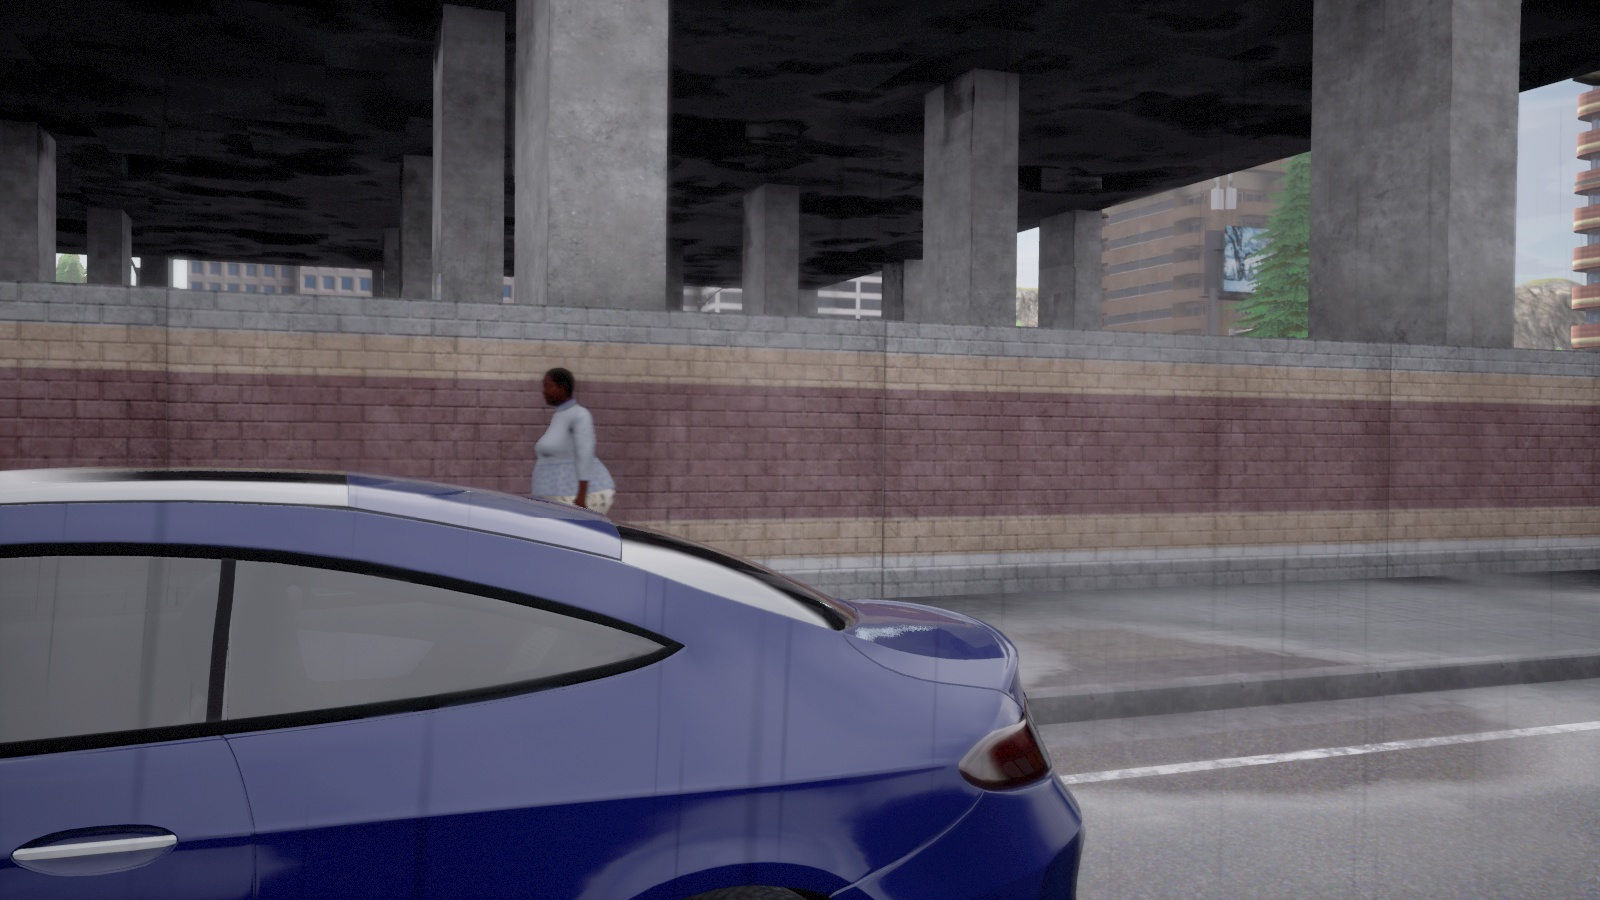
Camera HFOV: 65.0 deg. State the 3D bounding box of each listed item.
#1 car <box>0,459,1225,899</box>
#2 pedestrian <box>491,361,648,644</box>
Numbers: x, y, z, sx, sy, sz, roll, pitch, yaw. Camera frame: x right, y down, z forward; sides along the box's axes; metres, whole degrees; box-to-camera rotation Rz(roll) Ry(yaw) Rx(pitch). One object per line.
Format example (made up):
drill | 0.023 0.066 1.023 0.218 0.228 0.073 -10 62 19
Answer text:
car | -1.621 0.799 2.622 4.674 1.442 1.812 -1 1 -21
pedestrian | -1.629 0.336 8.796 0.900 1.855 0.874 -1 1 -22
